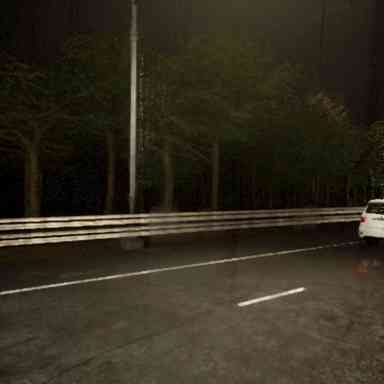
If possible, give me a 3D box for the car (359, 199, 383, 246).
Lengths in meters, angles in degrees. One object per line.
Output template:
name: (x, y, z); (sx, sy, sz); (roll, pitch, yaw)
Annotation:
car: (9.599, 1.329, 14.479); (5.566, 2.045, 2.150); (1, 0, -33)
